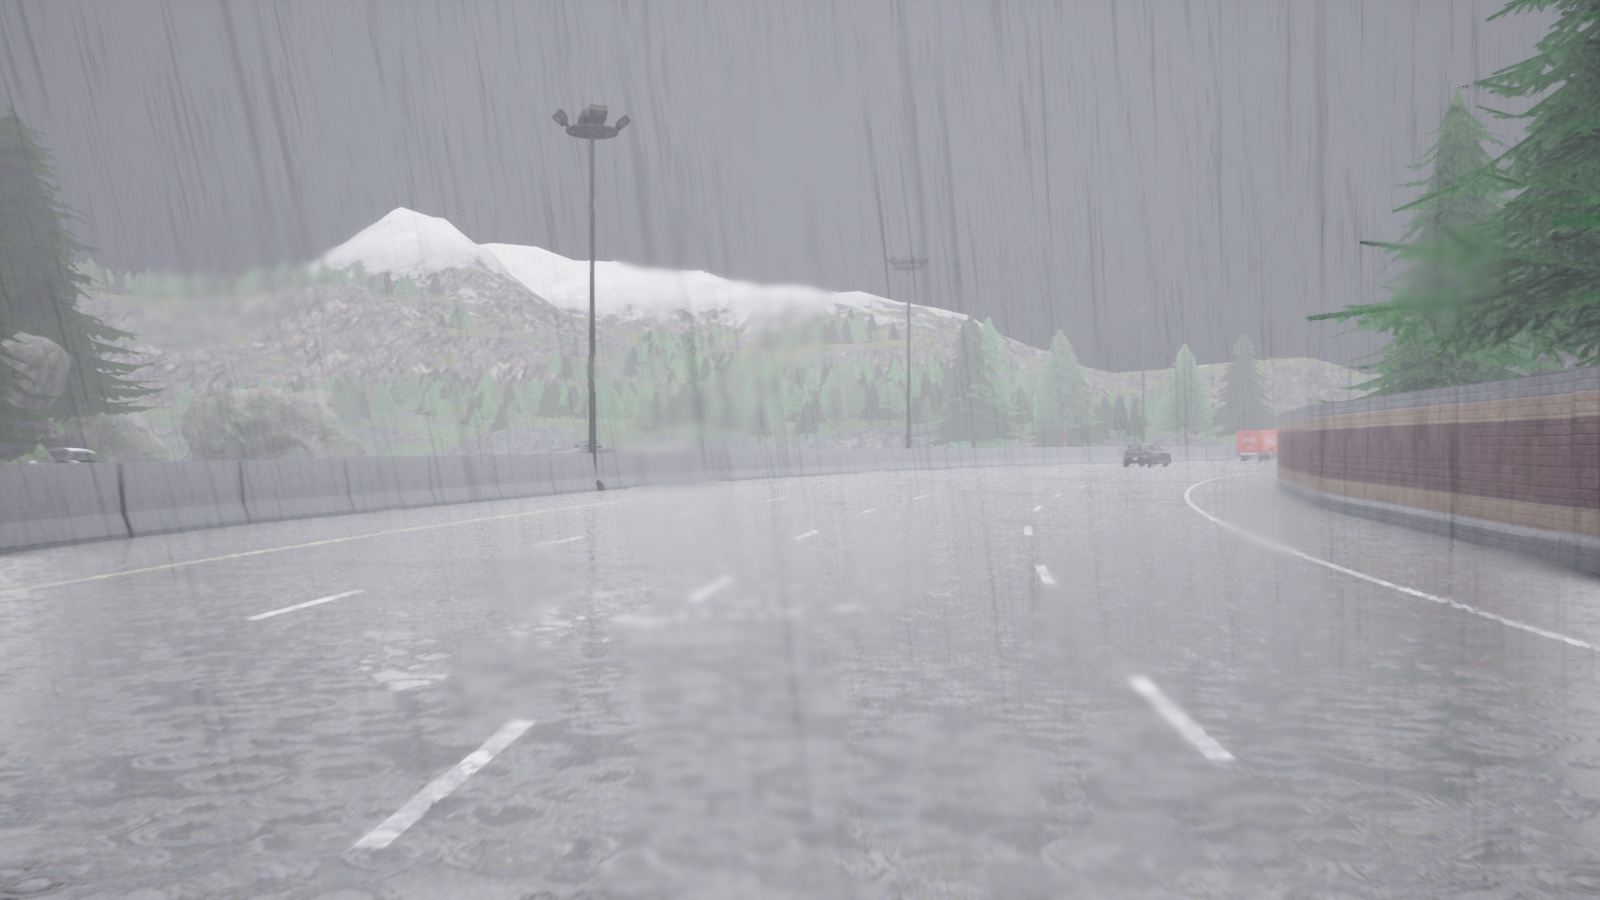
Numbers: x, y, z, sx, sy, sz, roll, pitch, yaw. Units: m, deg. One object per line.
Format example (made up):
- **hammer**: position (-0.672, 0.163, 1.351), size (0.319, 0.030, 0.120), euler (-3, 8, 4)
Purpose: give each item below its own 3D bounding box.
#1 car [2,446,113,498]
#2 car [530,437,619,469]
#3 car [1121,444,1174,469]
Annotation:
- **car**: position (-20.201, 0.588, 34.240), size (1.481, 1.376, 2.207), euler (0, 0, 13)
- **car**: position (-12.102, 0.131, 67.678), size (2.152, 1.651, 5.027), euler (0, 0, 26)
- **car**: position (21.171, 0.350, 76.342), size (1.816, 1.474, 4.193), euler (0, 0, 35)
